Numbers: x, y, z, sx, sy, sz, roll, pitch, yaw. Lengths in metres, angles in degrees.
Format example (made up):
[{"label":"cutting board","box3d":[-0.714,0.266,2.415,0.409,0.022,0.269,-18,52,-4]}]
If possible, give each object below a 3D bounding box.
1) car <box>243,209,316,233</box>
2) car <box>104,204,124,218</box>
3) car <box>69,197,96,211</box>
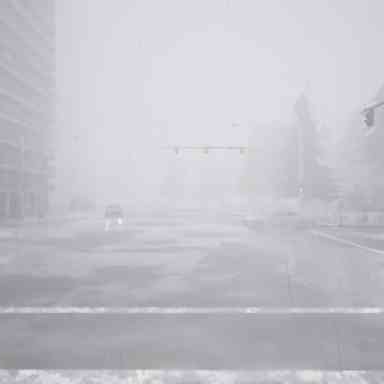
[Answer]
[{"label":"car","box3d":[5.678,1.846,21.751,4.674,1.442,1.812,0,-1,0]},{"label":"car","box3d":[-8.363,1.990,35.518,2.033,1.411,5.357,0,-1,-14]},{"label":"car","box3d":[-16.792,1.855,50.946,2.150,2.045,5.566,1,-1,-44]}]
